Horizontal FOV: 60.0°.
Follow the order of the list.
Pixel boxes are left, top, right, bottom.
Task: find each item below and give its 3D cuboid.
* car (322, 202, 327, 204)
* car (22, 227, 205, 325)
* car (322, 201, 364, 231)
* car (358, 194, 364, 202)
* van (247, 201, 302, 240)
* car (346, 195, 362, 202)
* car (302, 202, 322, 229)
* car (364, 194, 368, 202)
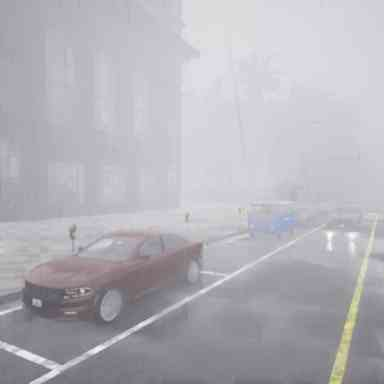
[{"bbox_3d":[12.211,1.597,30.723,1.802,1.307,4.206,0,0,30],"label":"car"},{"bbox_3d":[-1.329,1.511,7.212,1.887,1.381,4.507,0,0,30],"label":"car"},{"bbox_3d":[9.963,1.570,21.435,2.033,1.411,5.357,1,0,30],"label":"car"},{"bbox_3d":[30.816,1.504,63.027,1.967,1.590,4.097,0,0,30],"label":"car"},{"bbox_3d":[4.088,1.328,16.616,1.690,1.788,3.998,0,0,30],"label":"van"},{"bbox_3d":[28.111,1.608,58.330,2.008,1.369,4.403,0,0,30],"label":"car"},{"bbox_3d":[6.795,1.437,21.318,1.967,1.590,4.097,0,0,30],"label":"car"},{"bbox_3d":[38.932,1.518,77.118,1.967,1.590,4.097,0,0,30],"label":"car"}]
